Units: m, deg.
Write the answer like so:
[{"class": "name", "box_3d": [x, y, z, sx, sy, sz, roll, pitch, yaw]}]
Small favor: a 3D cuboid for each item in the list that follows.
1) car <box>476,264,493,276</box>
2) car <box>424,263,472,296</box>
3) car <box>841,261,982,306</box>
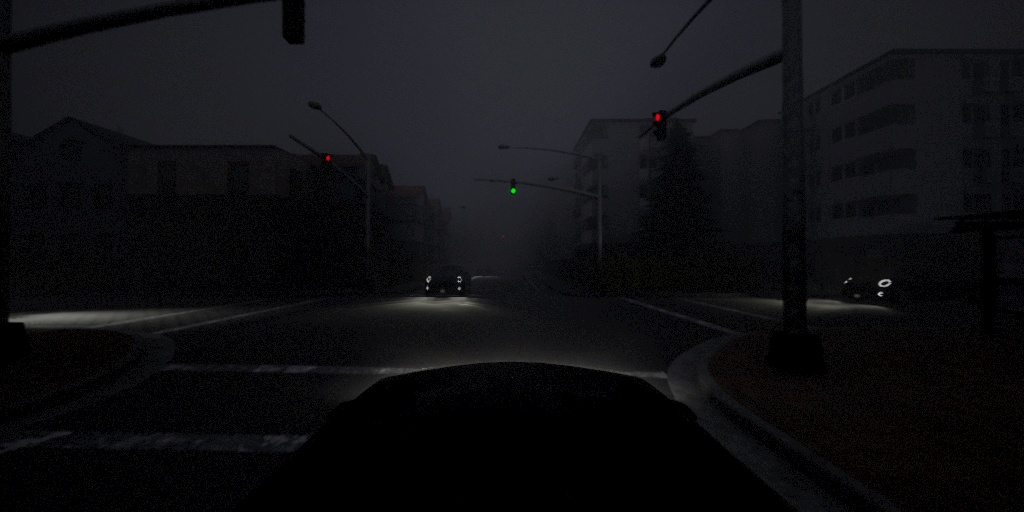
[{"class": "car", "box_3d": [-3.550, 1.760, 46.718, 1.994, 1.385, 4.181, 0, -1, 0]}, {"class": "car", "box_3d": [-3.516, 1.263, 20.437, 2.097, 1.767, 4.553, 0, -2, 0]}, {"class": "car", "box_3d": [16.731, 1.090, 15.075, 4.553, 1.767, 2.097, 0, -1, 0]}]
